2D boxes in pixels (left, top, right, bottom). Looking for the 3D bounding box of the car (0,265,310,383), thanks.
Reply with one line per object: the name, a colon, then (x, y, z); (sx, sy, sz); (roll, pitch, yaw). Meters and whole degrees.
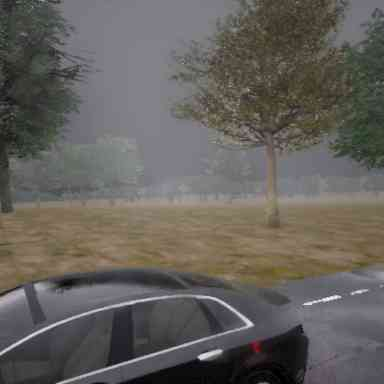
car: (-1.083, 1.552, 2.973); (4.892, 1.490, 1.837); (1, -1, -31)
